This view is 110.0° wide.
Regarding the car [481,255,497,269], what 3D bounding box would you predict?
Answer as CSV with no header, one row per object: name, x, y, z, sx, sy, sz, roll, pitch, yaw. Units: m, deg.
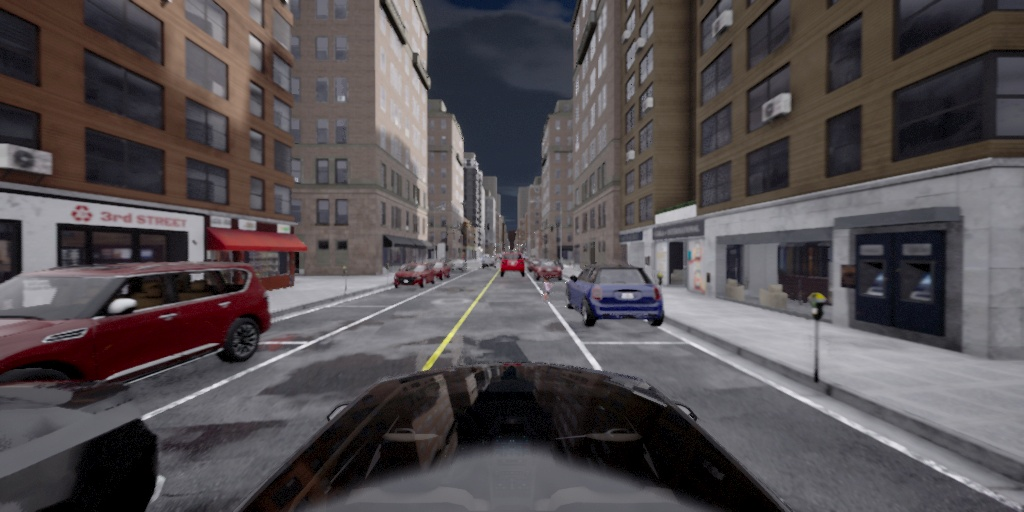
car,-2.987,0.915,47.684,1.837,1.490,4.892,0,0,0

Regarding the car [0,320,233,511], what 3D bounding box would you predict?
car,-3.101,1.254,0.142,2.128,1.511,4.902,0,0,0

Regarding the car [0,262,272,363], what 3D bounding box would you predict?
car,-5.856,1.037,5.260,2.192,1.841,5.009,0,0,0

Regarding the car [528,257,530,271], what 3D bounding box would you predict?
car,2.681,1.048,38.836,1.802,1.307,4.207,0,0,0

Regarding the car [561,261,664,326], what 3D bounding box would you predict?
car,3.003,1.026,11.433,2.097,1.767,4.553,0,0,0

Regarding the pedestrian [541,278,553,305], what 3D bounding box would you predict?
pedestrian,1.390,1.330,13.809,0.500,1.100,0.500,0,1,-15

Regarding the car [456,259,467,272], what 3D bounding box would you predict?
car,-5.845,1.016,38.833,2.007,1.370,4.403,0,0,0

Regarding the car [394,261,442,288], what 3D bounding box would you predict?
car,-5.850,1.137,22.046,1.888,1.381,4.507,0,0,0

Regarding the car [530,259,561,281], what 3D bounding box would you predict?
car,2.677,0.989,27.647,1.967,1.591,4.097,0,0,0

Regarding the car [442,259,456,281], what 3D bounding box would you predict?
car,-5.849,1.095,27.642,1.888,1.381,4.507,0,0,0

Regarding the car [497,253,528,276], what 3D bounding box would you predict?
car,0.068,0.731,32.507,2.150,2.045,5.566,0,0,0
